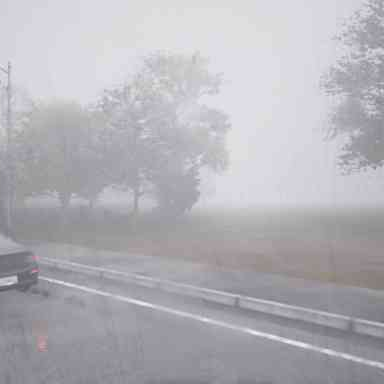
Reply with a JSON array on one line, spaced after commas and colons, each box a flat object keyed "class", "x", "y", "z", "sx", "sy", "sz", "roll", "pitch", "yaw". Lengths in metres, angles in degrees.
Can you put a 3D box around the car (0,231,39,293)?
[{"class": "car", "x": -5.376, "y": 1.523, "z": 7.636, "sx": 4.674, "sy": 1.442, "sz": 1.812, "roll": 0, "pitch": 0, "yaw": 34}]
